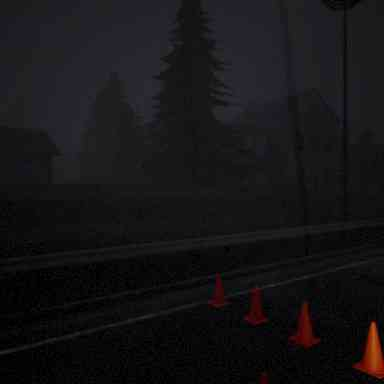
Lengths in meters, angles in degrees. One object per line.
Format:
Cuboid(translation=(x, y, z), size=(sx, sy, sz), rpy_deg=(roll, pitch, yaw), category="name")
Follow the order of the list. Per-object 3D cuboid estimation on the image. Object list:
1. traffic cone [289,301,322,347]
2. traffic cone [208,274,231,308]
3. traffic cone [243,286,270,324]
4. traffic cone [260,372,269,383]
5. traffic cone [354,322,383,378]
Cuboid(translation=(1.707, 1.938, 5.015), size=(0.340, 0.580, 0.340), rpy_deg=(0, 0, -36), category="traffic cone")
Cuboid(translation=(0.542, 1.939, 6.640), size=(0.340, 0.580, 0.340), rpy_deg=(0, 0, -36), category="traffic cone")
Cuboid(translation=(1.124, 1.938, 5.827), size=(0.340, 0.580, 0.340), rpy_deg=(0, 0, -36), category="traffic cone")
Cuboid(translation=(0.664, 1.946, 3.037), size=(0.340, 0.580, 0.340), rpy_deg=(0, 0, -36), category="traffic cone")
Cuboid(translation=(2.290, 1.937, 4.202), size=(0.340, 0.580, 0.340), rpy_deg=(0, 0, -36), category="traffic cone")
